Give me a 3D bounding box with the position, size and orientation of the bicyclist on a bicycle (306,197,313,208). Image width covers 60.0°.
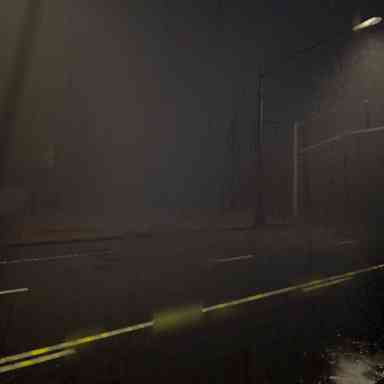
[{"bbox_3d":[17.656,1.567,50.007,1.656,1.620,0.582,0,0,-36],"label":"bicyclist on a bicycle"}]

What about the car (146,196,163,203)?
[{"bbox_3d":[-8.318,1.570,73.524,1.812,1.442,4.674,1,0,-36],"label":"car"}]

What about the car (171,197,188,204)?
[{"bbox_3d":[-2.489,1.695,65.487,1.994,1.385,4.181,1,0,-35],"label":"car"}]

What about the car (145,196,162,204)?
[{"bbox_3d":[-8.215,1.592,67.379,2.128,1.511,4.902,1,0,-36],"label":"car"}]

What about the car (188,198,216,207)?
[{"bbox_3d":[1.890,1.665,53.148,1.812,1.442,4.674,1,0,-36],"label":"car"}]
